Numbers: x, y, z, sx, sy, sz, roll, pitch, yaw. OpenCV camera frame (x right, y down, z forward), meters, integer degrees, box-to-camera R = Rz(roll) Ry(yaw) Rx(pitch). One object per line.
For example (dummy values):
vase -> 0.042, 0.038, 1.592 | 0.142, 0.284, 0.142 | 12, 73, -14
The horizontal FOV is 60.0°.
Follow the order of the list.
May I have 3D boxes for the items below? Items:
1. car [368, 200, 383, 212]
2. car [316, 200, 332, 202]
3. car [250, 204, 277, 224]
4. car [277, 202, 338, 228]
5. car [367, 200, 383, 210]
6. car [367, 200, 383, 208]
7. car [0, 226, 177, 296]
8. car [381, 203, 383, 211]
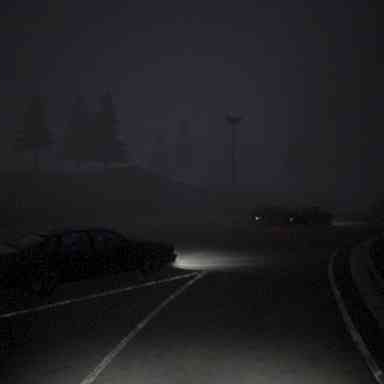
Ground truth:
car -> 26.981, 2.044, 46.723 | 4.892, 1.490, 1.837 | 2, -1, -43
car -> 19.956, 1.909, 49.728 | 4.553, 1.767, 2.097 | 1, -1, -43
car -> 6.857, 1.809, 27.797 | 4.892, 1.490, 1.837 | 0, 0, -43
car -> 8.660, 1.752, 24.688 | 5.008, 1.535, 1.882 | 0, -1, -43
car -> 30.944, 2.166, 55.393 | 4.674, 1.442, 1.812 | 1, -1, -43
car -> 36.273, 2.276, 65.199 | 4.902, 1.511, 2.128 | 1, -1, -43
car -> -2.943, 1.634, 8.969 | 5.357, 1.411, 2.033 | 1, -1, -43
car -> 18.631, 1.908, 29.260 | 4.181, 1.385, 1.994 | 1, -1, -43
